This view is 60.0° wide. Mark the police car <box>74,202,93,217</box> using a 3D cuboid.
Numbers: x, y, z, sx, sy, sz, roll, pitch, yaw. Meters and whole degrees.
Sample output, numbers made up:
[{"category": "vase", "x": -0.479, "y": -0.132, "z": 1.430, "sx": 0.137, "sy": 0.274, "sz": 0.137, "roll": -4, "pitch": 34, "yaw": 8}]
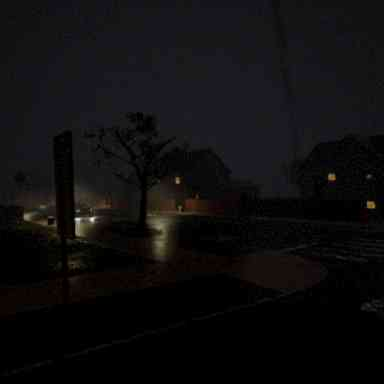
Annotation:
[{"category": "police car", "x": -13.072, "y": 2.038, "z": 38.573, "sx": 2.038, "sy": 1.542, "sz": 4.974, "roll": -3, "pitch": 1, "yaw": -36}]
